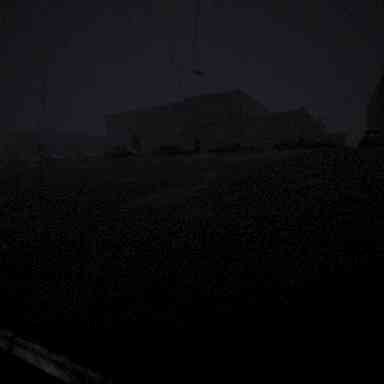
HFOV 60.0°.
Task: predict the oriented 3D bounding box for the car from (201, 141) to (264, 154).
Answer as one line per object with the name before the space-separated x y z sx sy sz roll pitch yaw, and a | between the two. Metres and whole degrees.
car | 3.496 -3.330 26.844 4.674 1.452 2.002 1 0 28

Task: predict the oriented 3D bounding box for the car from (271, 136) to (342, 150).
car | 8.329 -3.304 24.386 4.892 1.521 2.231 1 0 27

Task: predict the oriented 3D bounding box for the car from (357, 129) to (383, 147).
car | 13.410 -3.345 21.945 4.553 1.767 2.185 1 1 26

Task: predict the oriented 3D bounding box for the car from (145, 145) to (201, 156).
car | -1.369 -3.404 29.450 4.792 1.488 2.163 1 0 29

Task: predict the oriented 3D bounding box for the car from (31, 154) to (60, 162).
car | -15.831 -3.589 37.992 4.674 1.452 2.002 1 0 33

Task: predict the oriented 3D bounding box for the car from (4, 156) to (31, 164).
car | -20.479 -3.688 41.020 4.892 1.521 2.231 1 0 34

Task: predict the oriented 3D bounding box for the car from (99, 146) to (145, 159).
car | -6.363 -3.626 32.250 4.553 1.767 2.185 1 0 31

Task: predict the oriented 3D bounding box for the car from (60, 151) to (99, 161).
car | -11.118 -3.565 35.065 5.008 1.535 2.097 1 0 32

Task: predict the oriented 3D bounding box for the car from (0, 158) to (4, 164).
car | -25.047 -3.730 44.119 4.892 1.521 2.231 0 0 34
